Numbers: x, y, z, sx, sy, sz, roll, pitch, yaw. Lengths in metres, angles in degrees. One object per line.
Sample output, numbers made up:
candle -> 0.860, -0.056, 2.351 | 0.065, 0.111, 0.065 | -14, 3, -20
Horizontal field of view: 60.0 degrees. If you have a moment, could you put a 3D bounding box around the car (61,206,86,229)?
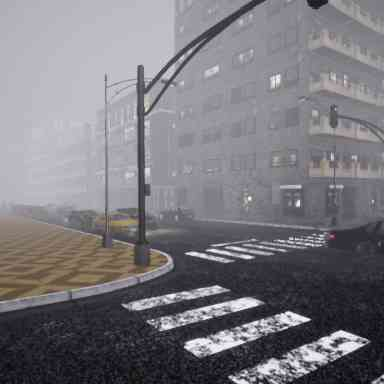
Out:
car -> -8.209, 2.002, 25.470 | 1.947, 1.339, 4.313 | -2, 0, -36

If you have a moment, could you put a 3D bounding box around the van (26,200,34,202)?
van -> -41.613, 2.831, 85.121 | 1.690, 1.788, 3.998 | -2, 0, -36

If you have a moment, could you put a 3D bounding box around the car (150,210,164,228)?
car -> -4.333, 1.869, 24.588 | 1.837, 1.490, 4.892 | -1, -1, -36

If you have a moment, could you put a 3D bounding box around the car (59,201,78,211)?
car -> -21.534, 2.366, 57.775 | 1.967, 1.590, 4.097 | -2, 0, -36

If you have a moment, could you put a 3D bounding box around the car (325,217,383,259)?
car -> 7.618, 1.608, 11.780 | 5.357, 1.411, 2.033 | -1, 0, 27

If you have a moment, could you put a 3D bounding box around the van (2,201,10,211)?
van -> -31.636, 2.433, 57.373 | 1.690, 1.788, 3.998 | -2, 0, -36

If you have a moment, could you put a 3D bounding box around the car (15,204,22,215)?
car -> -21.592, 2.392, 43.700 | 1.802, 1.307, 4.206 | -2, 0, -36

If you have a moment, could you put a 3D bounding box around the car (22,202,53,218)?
car -> -18.247, 2.262, 39.142 | 1.887, 1.381, 4.507 | -2, 0, -36

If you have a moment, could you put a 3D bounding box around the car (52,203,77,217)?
car -> -14.150, 2.240, 37.975 | 1.895, 1.301, 4.718 | -1, -1, -36

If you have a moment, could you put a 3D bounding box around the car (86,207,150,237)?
car -> -4.764, 1.865, 20.776 | 1.752, 1.417, 4.829 | -2, 0, -36

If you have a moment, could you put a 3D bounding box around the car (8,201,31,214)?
car -> -24.939, 2.449, 48.257 | 1.887, 1.381, 4.507 | -2, 0, -36

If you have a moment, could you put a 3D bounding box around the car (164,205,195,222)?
car -> -1.455, 1.915, 30.430 | 2.008, 1.369, 4.403 | -2, 0, -36
